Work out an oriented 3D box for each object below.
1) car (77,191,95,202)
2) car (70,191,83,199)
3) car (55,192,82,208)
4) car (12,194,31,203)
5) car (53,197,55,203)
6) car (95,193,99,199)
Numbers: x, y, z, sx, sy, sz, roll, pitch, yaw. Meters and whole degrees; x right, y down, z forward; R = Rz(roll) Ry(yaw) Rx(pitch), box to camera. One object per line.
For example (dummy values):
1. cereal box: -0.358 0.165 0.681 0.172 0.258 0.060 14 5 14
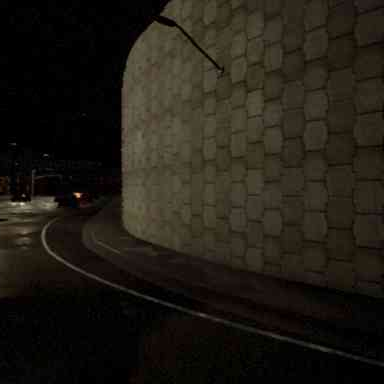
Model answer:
1. car: -18.852 1.004 59.151 1.882 1.535 5.008 0 0 -11
2. car: -25.377 0.596 73.337 2.097 1.767 4.553 0 0 -11
3. car: -15.268 1.141 41.382 1.882 1.535 5.008 0 1 -11
4. car: -29.312 1.060 57.359 2.033 1.411 5.357 0 0 -11
5. car: -21.810 1.091 55.742 2.033 1.411 5.357 0 0 -10
6. car: -22.034 0.961 74.465 1.994 1.385 4.181 0 0 -11
